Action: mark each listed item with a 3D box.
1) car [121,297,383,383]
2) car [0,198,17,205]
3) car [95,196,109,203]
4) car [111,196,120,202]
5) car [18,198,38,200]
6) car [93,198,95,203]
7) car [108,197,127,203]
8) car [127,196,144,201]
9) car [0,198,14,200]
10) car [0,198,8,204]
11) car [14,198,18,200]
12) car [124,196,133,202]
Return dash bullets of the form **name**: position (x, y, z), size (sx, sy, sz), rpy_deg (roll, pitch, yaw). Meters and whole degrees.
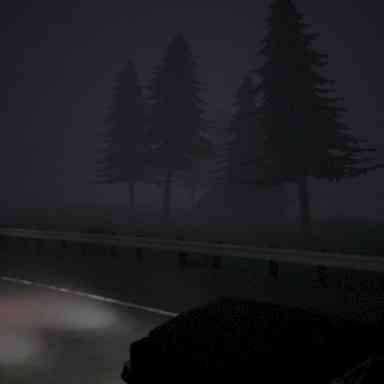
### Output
- **car**: position (1.657, 1.600, 2.592), size (4.718, 1.301, 1.895), rpy_deg (0, 0, 35)
- **car**: position (-41.312, 2.051, 73.761), size (1.895, 1.301, 4.718), rpy_deg (0, 0, 7)
- **car**: position (-20.025, 1.711, 77.133), size (2.097, 1.767, 4.553), rpy_deg (0, 0, 3)
- **car**: position (-20.754, 1.945, 90.929), size (2.033, 1.411, 5.357), rpy_deg (0, 0, -9)
- **car**: position (-34.458, 1.954, 71.918), size (2.033, 1.411, 5.357), rpy_deg (0, 0, 7)
- **car**: position (-23.584, 1.918, 83.195), size (1.812, 1.442, 4.674), rpy_deg (0, 0, -5)
- **car**: position (-16.670, 1.831, 74.758), size (1.837, 1.490, 4.892), rpy_deg (0, 0, 3)
- **car**: position (-13.049, 1.842, 76.641), size (1.812, 1.442, 4.674), rpy_deg (0, 0, 3)
- **car**: position (-36.440, 1.916, 61.808), size (2.128, 1.511, 4.902), rpy_deg (0, 0, 17)
- **car**: position (-44.623, 2.033, 76.298), size (1.994, 1.385, 4.181), rpy_deg (0, 0, 7)
- **car**: position (-37.984, 1.958, 72.036), size (2.128, 1.511, 4.902), rpy_deg (0, 0, 10)
- **car**: position (-17.134, 1.923, 90.088), size (2.033, 1.411, 5.357), rpy_deg (0, 0, -9)
